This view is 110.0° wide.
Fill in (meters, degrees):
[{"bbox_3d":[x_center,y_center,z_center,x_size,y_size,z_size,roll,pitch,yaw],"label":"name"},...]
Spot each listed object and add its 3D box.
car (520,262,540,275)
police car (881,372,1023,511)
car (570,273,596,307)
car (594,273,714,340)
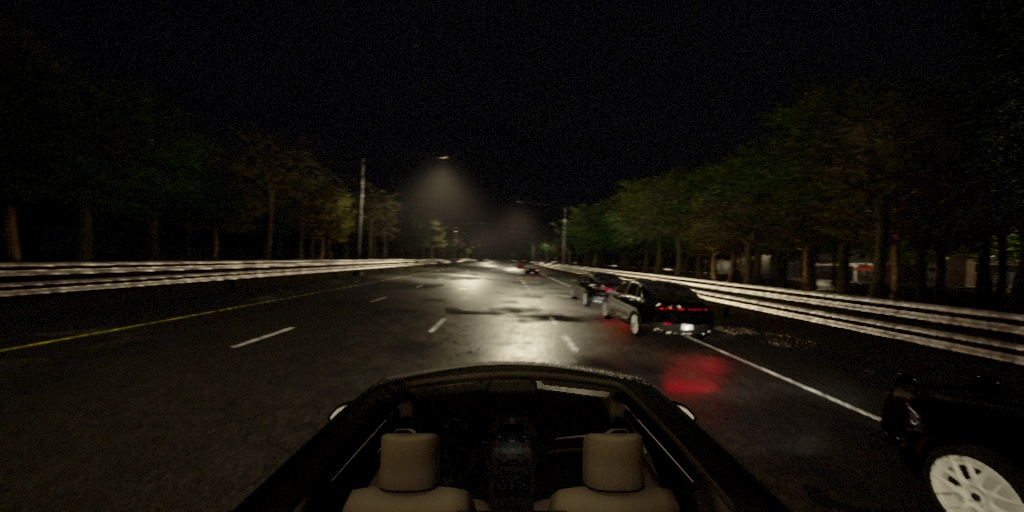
[{"bbox_3d":[2.486,1.779,46.439,1.895,1.301,4.718,2,0,-1],"label":"car"},{"bbox_3d":[4.397,1.345,1.183,1.930,1.638,5.238,2,0,-1],"label":"police car"},{"bbox_3d":[4.044,1.524,17.048,1.837,1.490,4.892,2,0,-1],"label":"car"},{"bbox_3d":[4.172,1.486,11.058,1.837,1.490,4.892,2,0,-1],"label":"car"}]
